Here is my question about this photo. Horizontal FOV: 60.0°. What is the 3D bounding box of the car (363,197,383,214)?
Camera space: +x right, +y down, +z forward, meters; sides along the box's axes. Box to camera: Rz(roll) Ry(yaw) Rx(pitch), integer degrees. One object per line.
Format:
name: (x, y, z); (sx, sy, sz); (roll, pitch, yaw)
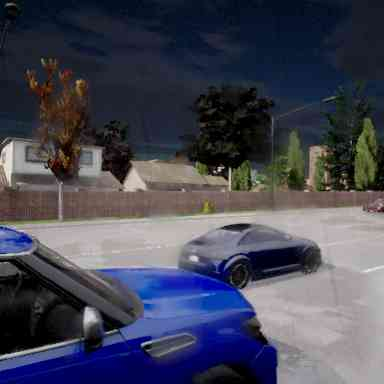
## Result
car: (20.302, 1.368, 35.538); (4.553, 1.767, 2.097); (0, 0, -35)

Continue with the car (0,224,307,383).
car: (-1.873, 1.221, 2.294); (5.566, 2.045, 2.150); (0, 0, -35)

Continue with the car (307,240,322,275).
car: (1.669, 1.567, 9.111); (4.181, 1.385, 1.994); (0, 0, -35)
